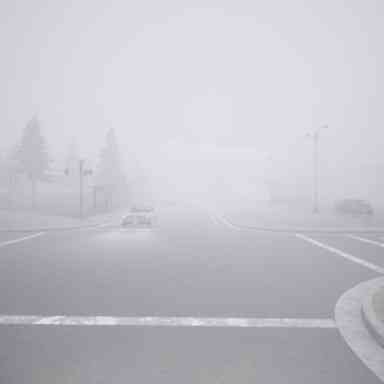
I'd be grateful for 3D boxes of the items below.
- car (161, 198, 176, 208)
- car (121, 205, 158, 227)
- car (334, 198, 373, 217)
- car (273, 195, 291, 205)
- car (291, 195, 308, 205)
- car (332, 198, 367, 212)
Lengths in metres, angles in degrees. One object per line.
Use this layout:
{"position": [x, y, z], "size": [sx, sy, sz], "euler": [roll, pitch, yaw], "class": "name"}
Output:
{"position": [-3.413, 1.522, 48.801], "size": [1.994, 1.385, 4.181], "euler": [0, 0, 0], "class": "car"}
{"position": [-3.460, 1.594, 22.584], "size": [1.895, 1.301, 4.718], "euler": [0, 0, 0], "class": "car"}
{"position": [14.007, 1.364, 28.854], "size": [1.845, 1.501, 3.633], "euler": [0, 0, 0], "class": "car"}
{"position": [14.301, 1.321, 54.886], "size": [2.007, 1.523, 4.514], "euler": [0, 0, 0], "class": "car"}
{"position": [17.438, 1.312, 54.902], "size": [2.152, 1.636, 5.027], "euler": [0, 0, 0], "class": "car"}
{"position": [17.074, 1.372, 36.239], "size": [1.970, 1.475, 3.806], "euler": [0, 0, 0], "class": "car"}
